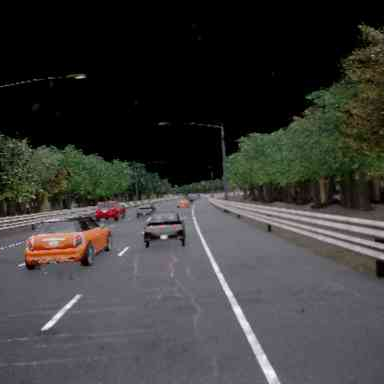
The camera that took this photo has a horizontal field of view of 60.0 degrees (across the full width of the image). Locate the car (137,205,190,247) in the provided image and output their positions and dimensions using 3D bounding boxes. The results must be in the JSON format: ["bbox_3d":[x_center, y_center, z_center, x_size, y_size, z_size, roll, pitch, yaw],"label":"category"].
[{"bbox_3d":[-1.251,1.694,16.356,2.128,1.511,4.902,-3,-1,-2],"label":"car"}]

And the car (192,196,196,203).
[{"bbox_3d":[-0.961,1.911,81.990,2.150,2.045,5.566,-3,0,2],"label":"car"}]

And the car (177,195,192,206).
[{"bbox_3d":[-1.531,1.922,60.068,2.097,1.767,4.553,-3,0,1],"label":"car"}]

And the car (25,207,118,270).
[{"bbox_3d":[-4.549,1.718,12.919,2.097,1.767,4.553,-3,-1,-2],"label":"car"}]

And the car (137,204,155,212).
[{"bbox_3d":[-5.018,2.095,37.397,2.128,1.511,4.902,-3,0,0],"label":"car"}]

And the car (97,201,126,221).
[{"bbox_3d":[-8.525,2.012,35.036,2.150,2.045,5.566,-3,0,-1],"label":"car"}]
